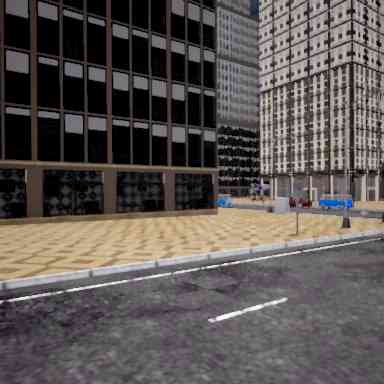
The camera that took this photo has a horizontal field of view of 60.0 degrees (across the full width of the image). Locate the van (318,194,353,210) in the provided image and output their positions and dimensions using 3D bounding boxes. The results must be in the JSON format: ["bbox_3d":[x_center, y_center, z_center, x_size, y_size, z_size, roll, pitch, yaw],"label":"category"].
[{"bbox_3d":[16.966,1.181,39.495,1.690,1.788,3.998,0,0,-34],"label":"van"}]

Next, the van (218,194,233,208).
[{"bbox_3d":[3.725,1.201,43.907,1.690,1.788,3.998,0,0,-34],"label":"van"}]

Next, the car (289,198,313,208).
[{"bbox_3d":[13.788,1.359,44.032,1.887,1.381,4.507,0,0,-34],"label":"car"}]
